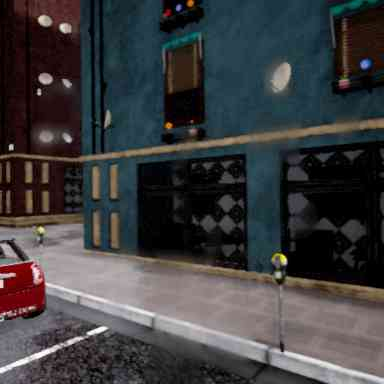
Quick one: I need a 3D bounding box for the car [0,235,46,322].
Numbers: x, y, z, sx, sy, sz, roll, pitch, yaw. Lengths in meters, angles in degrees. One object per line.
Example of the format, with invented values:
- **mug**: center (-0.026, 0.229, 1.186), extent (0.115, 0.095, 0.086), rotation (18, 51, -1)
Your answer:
- **car**: center (-4.565, 1.432, 6.150), extent (4.097, 1.590, 1.967), rotation (0, -1, 36)
